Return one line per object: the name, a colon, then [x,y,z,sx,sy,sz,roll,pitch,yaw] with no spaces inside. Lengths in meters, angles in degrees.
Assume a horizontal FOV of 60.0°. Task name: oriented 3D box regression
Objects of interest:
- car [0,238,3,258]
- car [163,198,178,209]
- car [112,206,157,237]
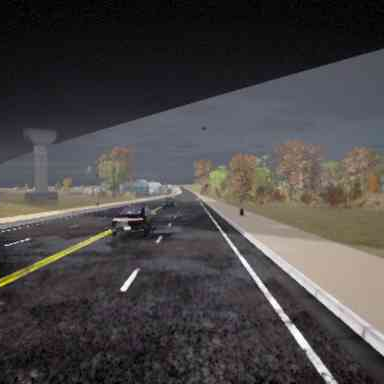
car: [-6.575,1.593,8.183,1.812,1.442,4.674,-1,0,0]
car: [-3.026,1.596,46.338,2.033,1.411,5.357,-1,0,0]
car: [-3.093,1.528,18.383,2.128,1.511,4.902,-1,0,0]
